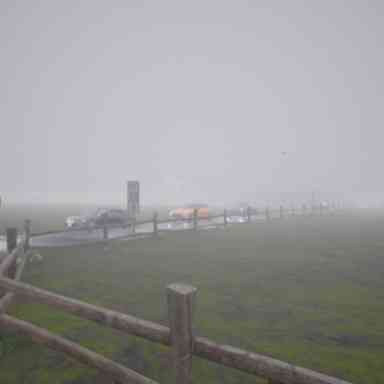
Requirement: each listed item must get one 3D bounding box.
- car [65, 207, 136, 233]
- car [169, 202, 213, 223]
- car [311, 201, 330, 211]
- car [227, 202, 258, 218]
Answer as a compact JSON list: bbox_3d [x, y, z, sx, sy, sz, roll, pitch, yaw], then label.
[{"bbox_3d":[-5.820,1.732,21.636,2.128,1.511,4.902,0,-1,36],"label":"car"},{"bbox_3d":[-0.022,1.773,29.849,2.097,1.767,4.553,0,-1,35],"label":"car"},{"bbox_3d":[21.391,2.356,55.148,2.097,1.767,4.553,0,-1,37],"label":"car"},{"bbox_3d":[5.830,1.956,38.143,2.097,1.767,4.553,0,-1,35],"label":"car"}]
